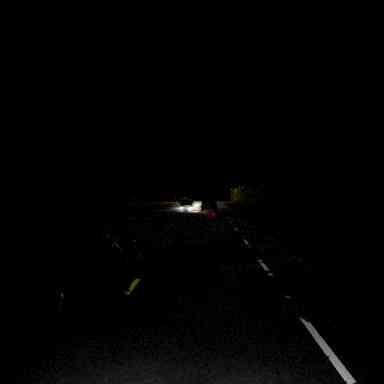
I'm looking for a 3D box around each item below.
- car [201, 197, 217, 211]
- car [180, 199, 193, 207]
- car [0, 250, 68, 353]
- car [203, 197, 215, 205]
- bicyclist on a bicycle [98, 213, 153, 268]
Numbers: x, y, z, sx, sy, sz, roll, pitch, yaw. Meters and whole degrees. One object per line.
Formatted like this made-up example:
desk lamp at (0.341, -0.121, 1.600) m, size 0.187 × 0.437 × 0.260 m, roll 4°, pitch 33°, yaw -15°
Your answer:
car at (2.112, 1.531, 41.331) m, size 2.128 × 1.511 × 4.902 m, roll 0°, pitch 0°, yaw 3°
car at (-0.922, 1.720, 54.476) m, size 1.895 × 1.301 × 4.718 m, roll 0°, pitch 0°, yaw 3°
car at (-3.437, 1.566, 4.676) m, size 1.994 × 1.385 × 4.181 m, roll 0°, pitch 0°, yaw 3°
car at (3.179, 1.677, 62.480) m, size 2.128 × 1.511 × 4.902 m, roll 0°, pitch -1°, yaw 3°
bicyclist on a bicycle at (-1.978, 1.456, 9.803) m, size 1.656 × 1.620 × 0.582 m, roll -1°, pitch 0°, yaw 3°
